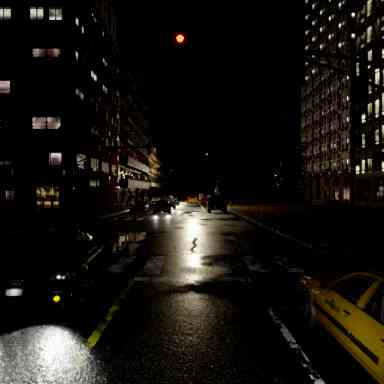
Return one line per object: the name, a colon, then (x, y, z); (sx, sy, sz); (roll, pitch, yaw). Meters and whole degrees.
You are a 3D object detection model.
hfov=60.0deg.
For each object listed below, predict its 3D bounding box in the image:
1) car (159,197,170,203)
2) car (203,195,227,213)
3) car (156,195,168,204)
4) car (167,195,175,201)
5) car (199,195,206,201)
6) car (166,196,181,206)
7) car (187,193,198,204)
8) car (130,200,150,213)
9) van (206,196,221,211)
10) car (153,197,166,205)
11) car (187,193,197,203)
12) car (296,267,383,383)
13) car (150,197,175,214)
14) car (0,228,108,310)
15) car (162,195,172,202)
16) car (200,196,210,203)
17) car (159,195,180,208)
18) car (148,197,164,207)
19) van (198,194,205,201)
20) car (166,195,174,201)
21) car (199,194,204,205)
car: (-5.704, 1.639, 69.541); (1.802, 1.307, 4.206); (0, 0, 0)
car: (2.680, 1.327, 36.383); (2.192, 1.841, 5.009); (0, 0, 0)
car: (-5.704, 1.488, 64.014); (1.967, 1.590, 4.097); (0, 0, 0)
car: (-5.707, 1.644, 91.647); (1.887, 1.381, 4.507); (0, 0, 0)
car: (2.674, 1.613, 86.292); (1.752, 1.417, 4.829); (0, 0, 0)
car: (-3.053, 1.526, 55.611); (2.128, 1.511, 4.902); (0, 0, 0)
car: (0.091, 1.526, 64.351); (1.882, 1.535, 5.008); (0, 0, 0)
car: (-5.698, 1.563, 36.381); (2.008, 1.369, 4.403); (0, 0, 0)
van: (2.679, 1.358, 41.909); (1.690, 1.788, 3.998); (0, 0, 0)
car: (-5.702, 1.583, 58.487); (1.887, 1.381, 4.507); (0, 0, 0)
car: (-0.008, 1.293, 75.872); (2.150, 2.045, 5.566); (0, 0, 0)
car: (2.686, 1.525, 4.140); (1.752, 1.417, 4.829); (0, 0, 0)
car: (-3.127, 1.559, 35.290); (2.033, 1.411, 5.357); (0, 0, -4)
car: (-3.232, 1.566, 7.768); (1.994, 1.385, 4.181); (0, 0, -4)
car: (-5.705, 1.506, 75.068); (1.967, 1.590, 4.097); (0, 0, 0)
car: (2.676, 1.602, 69.542); (1.887, 1.381, 4.507); (0, 0, 0)
car: (-3.095, 1.568, 45.418); (2.033, 1.411, 5.357); (0, 0, 0)
car: (-5.701, 1.581, 52.961); (2.008, 1.369, 4.403); (0, 0, 0)
van: (2.672, 1.440, 91.648); (1.690, 1.788, 3.998); (0, 0, 0)
car: (-5.706, 1.612, 85.951); (1.752, 1.417, 4.829); (0, 0, 0)
car: (2.677, 1.354, 58.488); (2.192, 1.841, 5.009); (0, 0, 0)
